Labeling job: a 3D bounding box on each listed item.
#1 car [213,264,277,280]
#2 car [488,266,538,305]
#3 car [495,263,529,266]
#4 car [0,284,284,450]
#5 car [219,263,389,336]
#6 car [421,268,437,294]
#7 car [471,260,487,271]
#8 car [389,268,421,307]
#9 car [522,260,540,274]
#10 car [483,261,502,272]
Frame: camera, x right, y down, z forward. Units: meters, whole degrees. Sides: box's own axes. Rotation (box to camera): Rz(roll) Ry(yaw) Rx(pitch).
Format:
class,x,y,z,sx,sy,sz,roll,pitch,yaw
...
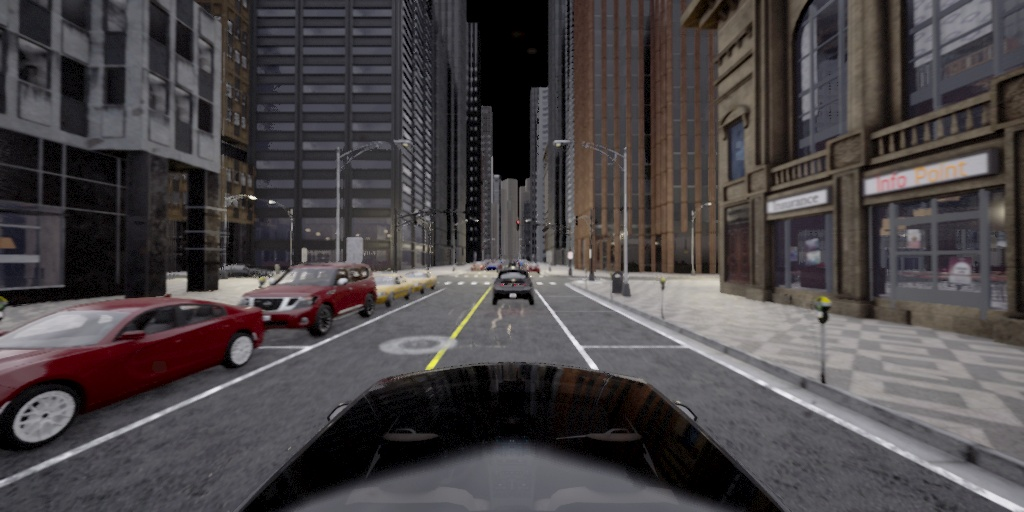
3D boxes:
class,x,y,z,sx,sy,sz,roll,pitch,yaw
car,-24.993,1.468,33.695,4.674,1.442,1.812,0,-1,0
car,0.061,1.383,16.965,1.837,1.490,4.892,0,-1,0
car,0.009,1.512,27.293,2.033,1.411,5.357,0,0,0
car,-5.761,1.325,5.248,1.888,1.381,4.507,0,0,0
car,-5.759,1.142,10.849,2.192,1.841,5.009,0,0,0
car,-5.756,1.447,21.882,1.751,1.417,4.829,0,0,0
car,-5.743,1.687,60.044,1.967,1.591,4.097,0,0,0
car,-5.758,1.399,16.281,1.751,1.417,4.829,0,0,0
car,2.779,1.590,48.842,1.967,1.591,4.097,0,0,0
car,-3.042,1.817,56.481,1.895,1.301,4.718,0,0,0
